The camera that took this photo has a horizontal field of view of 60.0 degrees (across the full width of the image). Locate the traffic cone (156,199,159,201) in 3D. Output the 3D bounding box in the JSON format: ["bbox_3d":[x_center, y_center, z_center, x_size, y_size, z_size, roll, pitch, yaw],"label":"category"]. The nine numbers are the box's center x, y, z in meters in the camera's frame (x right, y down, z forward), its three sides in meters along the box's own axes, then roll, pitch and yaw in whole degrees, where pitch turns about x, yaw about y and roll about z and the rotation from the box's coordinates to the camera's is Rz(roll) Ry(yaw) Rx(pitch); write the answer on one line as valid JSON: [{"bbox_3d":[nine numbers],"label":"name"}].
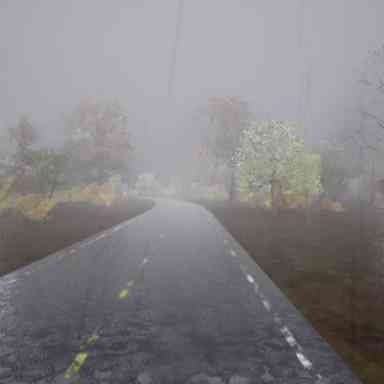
[{"bbox_3d":[-6.915,1.783,70.957,0.340,0.580,0.340,0,0,-9],"label":"traffic cone"}]
